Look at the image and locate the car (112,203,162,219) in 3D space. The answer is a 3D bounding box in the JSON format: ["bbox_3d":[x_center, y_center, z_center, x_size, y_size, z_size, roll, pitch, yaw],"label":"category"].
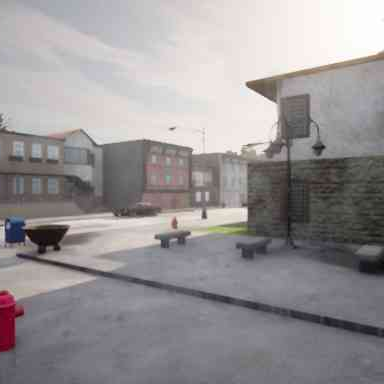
[{"bbox_3d":[-4.867,1.644,29.971,1.895,1.301,4.718,0,0,35],"label":"car"}]

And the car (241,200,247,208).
[{"bbox_3d":[8.887,1.608,49.122,1.994,1.385,4.181,0,0,36],"label":"car"}]
